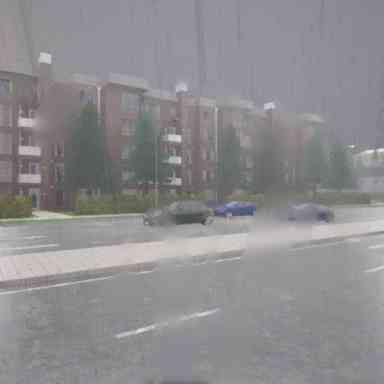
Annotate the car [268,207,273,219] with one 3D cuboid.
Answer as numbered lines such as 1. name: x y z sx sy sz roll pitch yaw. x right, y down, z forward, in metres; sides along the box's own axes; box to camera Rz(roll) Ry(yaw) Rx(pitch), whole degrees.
1. car: 8.481 1.487 27.997 4.902 1.511 2.128 0 0 -35

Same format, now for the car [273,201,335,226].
1. car: 8.196 1.520 23.504 4.674 1.442 1.812 0 0 -34

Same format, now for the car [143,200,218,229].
1. car: -0.888 1.348 21.557 4.553 1.767 2.097 0 0 -35

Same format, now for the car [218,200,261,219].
1. car: 3.815 1.473 28.990 5.008 1.535 1.882 0 0 -34
